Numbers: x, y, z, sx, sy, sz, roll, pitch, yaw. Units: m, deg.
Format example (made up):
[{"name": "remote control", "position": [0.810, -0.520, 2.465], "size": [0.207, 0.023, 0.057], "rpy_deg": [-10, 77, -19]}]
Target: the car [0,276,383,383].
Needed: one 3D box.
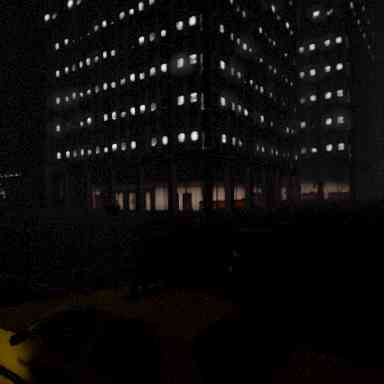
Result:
[{"name": "car", "position": [-0.646, 1.538, 3.349], "size": [4.829, 1.417, 1.752], "rpy_deg": [0, -1, 36]}]
